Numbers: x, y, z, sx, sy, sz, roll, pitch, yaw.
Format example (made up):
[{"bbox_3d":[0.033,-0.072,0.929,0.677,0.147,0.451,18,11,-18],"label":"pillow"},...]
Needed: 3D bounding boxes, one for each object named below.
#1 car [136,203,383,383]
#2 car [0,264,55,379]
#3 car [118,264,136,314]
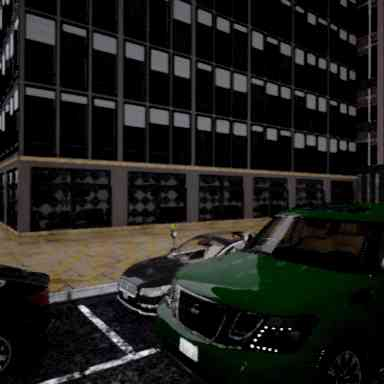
[{"bbox_3d":[2.221,1.220,4.940,5.566,2.045,2.150,0,0,-35],"label":"car"},{"bbox_3d":[-3.872,1.566,3.794,4.313,1.339,1.947,0,0,-35],"label":"car"},{"bbox_3d":[0.639,1.551,7.008,4.403,1.369,2.008,0,0,-35],"label":"car"}]
